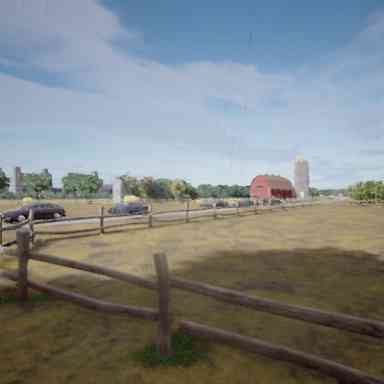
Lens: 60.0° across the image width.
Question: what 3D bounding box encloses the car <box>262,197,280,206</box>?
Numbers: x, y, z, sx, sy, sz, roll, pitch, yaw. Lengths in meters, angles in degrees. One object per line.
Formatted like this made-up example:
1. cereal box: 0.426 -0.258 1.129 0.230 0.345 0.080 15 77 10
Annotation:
1. car: 13.652 1.587 57.321 1.837 1.490 4.892 -2 -2 35

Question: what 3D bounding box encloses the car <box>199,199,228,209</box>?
1. car: 3.100 1.651 47.331 2.033 1.411 5.357 -2 -1 36

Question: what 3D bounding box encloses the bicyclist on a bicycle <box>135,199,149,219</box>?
1. bicyclist on a bicycle: -4.074 1.394 26.944 1.656 1.620 0.582 0 0 35

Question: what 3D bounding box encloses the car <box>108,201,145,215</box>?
1. car: -6.517 1.642 33.825 1.994 1.385 4.181 -2 -1 35

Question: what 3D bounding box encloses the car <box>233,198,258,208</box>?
1. car: 7.953 1.580 49.203 2.033 1.411 5.357 -2 -1 36

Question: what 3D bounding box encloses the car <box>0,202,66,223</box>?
1. car: -12.253 1.569 25.745 1.837 1.490 4.892 -2 -1 35
